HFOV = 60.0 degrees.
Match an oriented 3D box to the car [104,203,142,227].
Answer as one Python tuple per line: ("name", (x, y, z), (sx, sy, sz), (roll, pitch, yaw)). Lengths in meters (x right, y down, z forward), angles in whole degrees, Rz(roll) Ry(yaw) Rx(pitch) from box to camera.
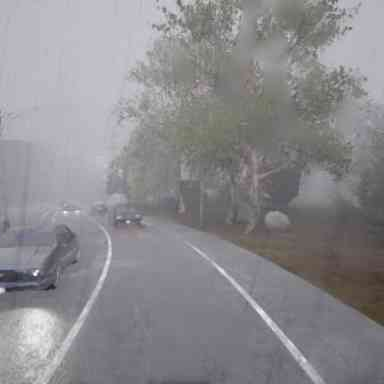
("car", (-4.981, 1.701, 24.132), (1.895, 1.301, 4.718), (-2, 0, -20))

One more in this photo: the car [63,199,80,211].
("car", (-17.621, 1.796, 48.837), (2.097, 1.767, 4.553), (-2, 0, -17))

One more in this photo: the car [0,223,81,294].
("car", (-4.355, 1.621, 9.313), (2.033, 1.411, 5.357), (-1, 0, -10))

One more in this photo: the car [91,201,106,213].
("car", (-11.592, 1.805, 41.498), (1.812, 1.442, 4.674), (-2, 0, -20))
